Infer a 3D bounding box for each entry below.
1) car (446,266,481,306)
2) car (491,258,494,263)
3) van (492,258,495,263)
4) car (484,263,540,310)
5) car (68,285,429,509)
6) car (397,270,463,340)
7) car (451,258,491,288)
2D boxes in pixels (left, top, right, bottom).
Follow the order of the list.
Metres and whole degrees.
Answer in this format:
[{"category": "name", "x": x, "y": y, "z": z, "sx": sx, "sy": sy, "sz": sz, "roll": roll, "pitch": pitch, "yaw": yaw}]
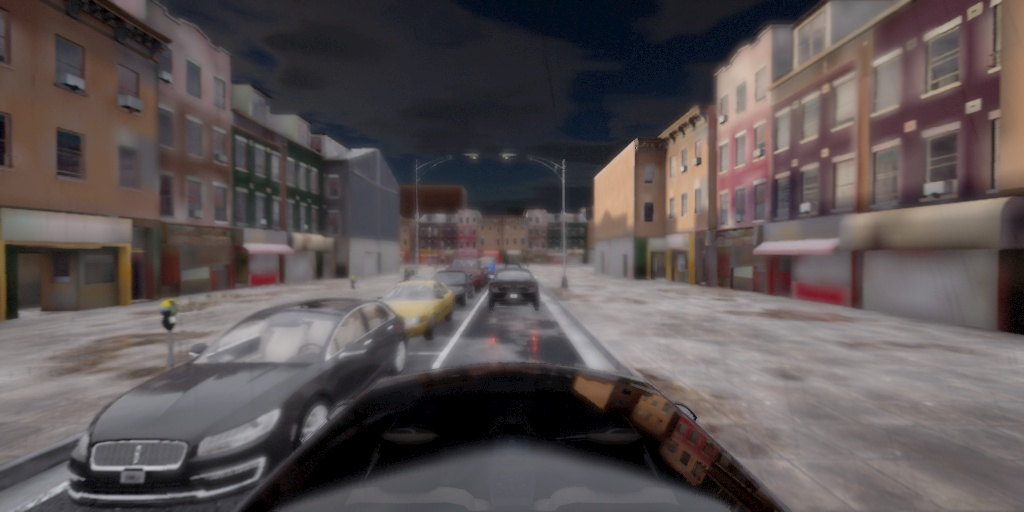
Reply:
[{"category": "car", "x": -2.639, "y": 1.302, "z": 15.536, "sx": 1.948, "sy": 1.339, "sz": 4.313, "roll": 0, "pitch": 0, "yaw": 0}, {"category": "car", "x": -2.640, "y": 1.168, "z": 26.389, "sx": 1.967, "sy": 1.591, "sz": 4.097, "roll": 0, "pitch": 0, "yaw": 0}, {"category": "van", "x": -2.642, "y": 1.065, "z": 37.243, "sx": 1.690, "sy": 1.789, "sz": 3.998, "roll": 0, "pitch": 0, "yaw": 0}, {"category": "car", "x": 0.077, "y": 1.215, "z": 14.748, "sx": 1.882, "sy": 1.535, "sz": 5.008, "roll": 0, "pitch": 0, "yaw": 0}, {"category": "car", "x": -2.638, "y": 1.297, "z": 4.682, "sx": 2.007, "sy": 1.370, "sz": 4.403, "roll": 0, "pitch": 0, "yaw": 0}, {"category": "car", "x": -2.638, "y": 1.267, "z": 9.939, "sx": 1.751, "sy": 1.417, "sz": 4.829, "roll": 0, "pitch": 0, "yaw": 0}, {"category": "car", "x": -2.640, "y": 1.047, "z": 20.962, "sx": 2.192, "sy": 1.841, "sz": 5.009, "roll": 0, "pitch": 0, "yaw": 0}]
